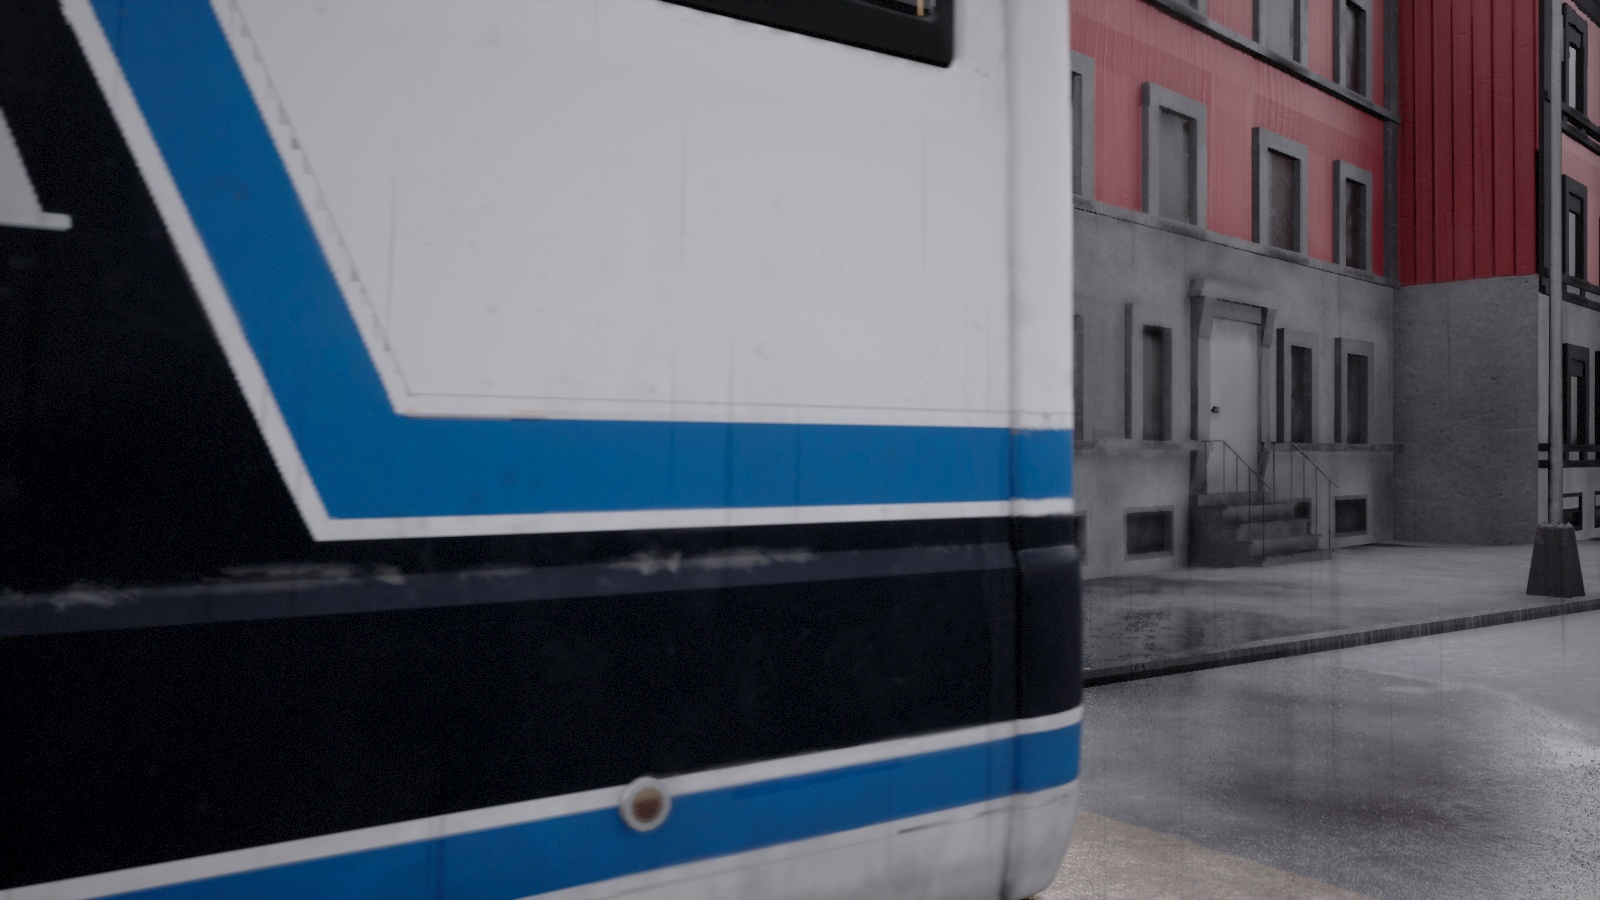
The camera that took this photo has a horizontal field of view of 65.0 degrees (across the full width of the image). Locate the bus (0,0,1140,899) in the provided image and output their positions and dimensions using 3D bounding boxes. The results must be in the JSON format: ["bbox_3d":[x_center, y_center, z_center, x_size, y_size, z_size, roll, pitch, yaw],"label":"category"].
[{"bbox_3d":[-4.722,-0.619,0.984,10.273,4.253,3.944,0,0,-35],"label":"bus"}]
